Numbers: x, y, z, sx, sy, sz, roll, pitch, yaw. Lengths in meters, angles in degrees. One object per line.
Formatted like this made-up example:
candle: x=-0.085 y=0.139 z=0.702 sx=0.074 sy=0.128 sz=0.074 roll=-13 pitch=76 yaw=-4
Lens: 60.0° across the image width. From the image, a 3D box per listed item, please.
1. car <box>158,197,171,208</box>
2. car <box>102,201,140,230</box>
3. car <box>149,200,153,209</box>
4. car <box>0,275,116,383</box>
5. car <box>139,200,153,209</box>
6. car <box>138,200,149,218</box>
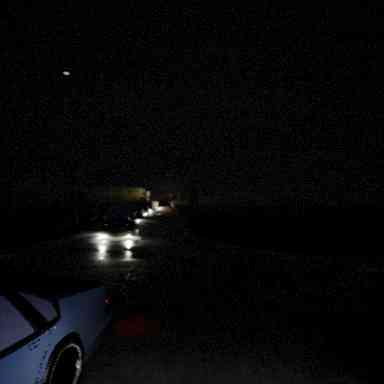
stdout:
car: x=-4.478 y=1.681 z=54.282 sx=2.097 sy=1.767 sz=4.553 roll=1 pitch=0 yaw=-5
car: x=-4.767 y=1.578 z=22.321 sx=1.882 sy=1.535 sz=5.008 roll=1 pitch=0 yaw=-6
car: x=-6.381 y=1.771 z=42.197 sx=2.033 sy=1.411 sz=5.357 roll=1 pitch=0 yaw=-4
car: x=-2.534 y=1.525 z=2.486 sx=2.033 sy=1.411 sz=5.357 roll=1 pitch=0 yaw=15
car: x=-7.181 y=1.885 z=52.423 sx=1.895 sy=1.301 sz=4.718 roll=1 pitch=0 yaw=-4
car: x=-5.588 y=1.708 z=32.095 sx=2.033 sy=1.411 sz=5.357 roll=1 pitch=0 yaw=-4
